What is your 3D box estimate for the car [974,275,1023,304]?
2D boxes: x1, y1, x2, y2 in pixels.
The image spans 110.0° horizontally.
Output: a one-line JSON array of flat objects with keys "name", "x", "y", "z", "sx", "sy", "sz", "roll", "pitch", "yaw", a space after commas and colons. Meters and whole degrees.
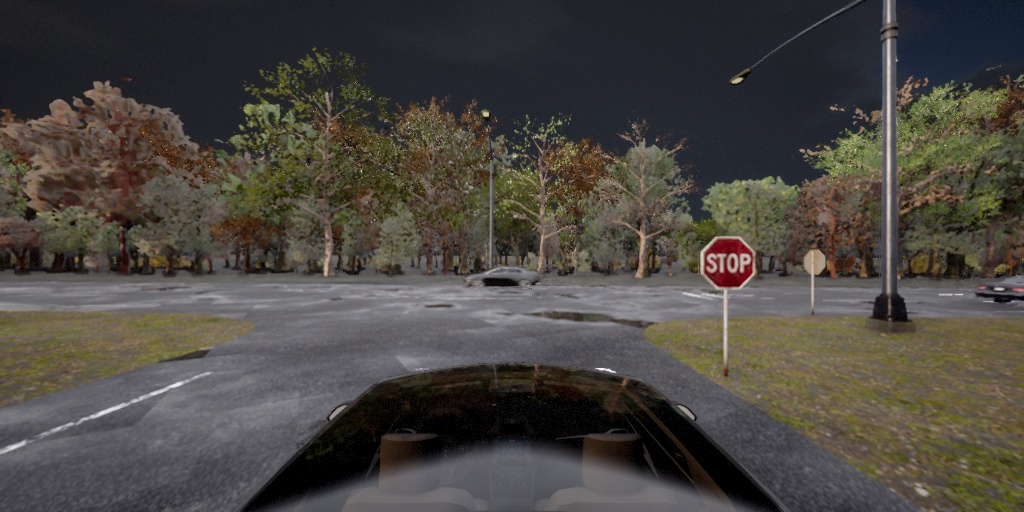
[{"name": "car", "x": 24.049, "y": 1.521, "z": 15.830, "sx": 5.357, "sy": 1.411, "sz": 2.033, "roll": 0, "pitch": 0, "yaw": 1}]

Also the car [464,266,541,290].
[{"name": "car", "x": -0.611, "y": 1.399, "z": 22.938, "sx": 4.902, "sy": 1.511, "sz": 2.128, "roll": 0, "pitch": 0, "yaw": 0}]
